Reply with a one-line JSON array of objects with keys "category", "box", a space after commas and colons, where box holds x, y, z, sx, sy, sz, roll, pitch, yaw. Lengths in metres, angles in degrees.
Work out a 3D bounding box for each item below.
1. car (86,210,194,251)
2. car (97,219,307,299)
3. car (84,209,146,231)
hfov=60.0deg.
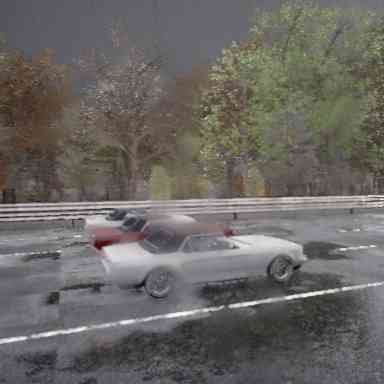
[{"category": "car", "box": [-0.939, 1.427, 11.214, 4.718, 1.301, 1.895, -1, 1, -21]}, {"category": "car", "box": [0.322, 1.475, 7.951, 4.718, 1.301, 1.895, -1, 1, -21]}, {"category": "car", "box": [-2.201, 1.371, 14.478, 4.718, 1.301, 1.895, -1, 1, -21]}]
